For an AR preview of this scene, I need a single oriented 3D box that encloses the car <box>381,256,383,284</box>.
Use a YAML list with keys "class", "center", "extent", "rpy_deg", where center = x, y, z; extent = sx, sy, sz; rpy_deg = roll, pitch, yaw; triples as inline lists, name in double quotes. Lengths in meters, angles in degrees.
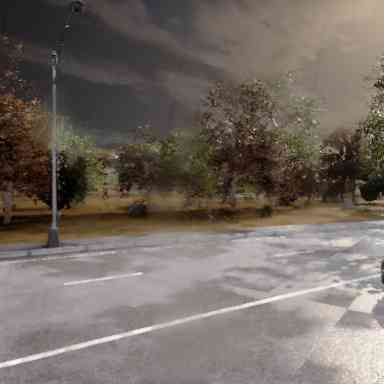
- class: "car"
  center: [6.295, 1.586, 7.679]
  extent: [4.674, 1.442, 1.812]
  rpy_deg: [0, 0, -30]
